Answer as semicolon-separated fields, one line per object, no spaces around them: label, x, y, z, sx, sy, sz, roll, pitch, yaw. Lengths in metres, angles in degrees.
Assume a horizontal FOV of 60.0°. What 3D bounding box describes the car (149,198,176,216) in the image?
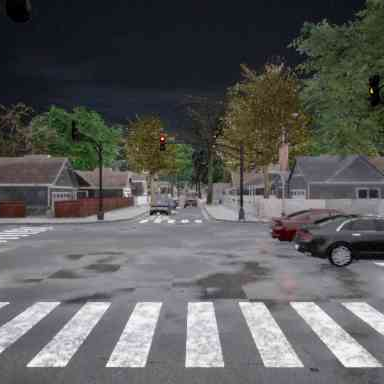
car;-3.021;1.567;32.915;2.033;1.411;5.357;0;0;0

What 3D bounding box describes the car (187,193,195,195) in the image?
car;-0.289;1.299;73.547;2.150;2.045;5.566;0;0;0

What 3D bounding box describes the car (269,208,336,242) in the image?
car;5.753;1.434;13.842;5.008;1.535;1.882;0;0;0

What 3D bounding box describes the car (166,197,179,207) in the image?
car;-3.016;1.568;53.053;1.812;1.442;4.674;0;0;0

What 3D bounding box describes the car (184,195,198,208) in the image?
car;-0.162;1.542;49.101;1.837;1.490;4.892;0;0;0

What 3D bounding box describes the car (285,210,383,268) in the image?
car;5.743;1.463;10.592;4.892;1.490;1.837;0;0;0

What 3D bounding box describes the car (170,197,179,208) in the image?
car;-2.999;1.594;42.803;1.994;1.385;4.181;0;0;0
